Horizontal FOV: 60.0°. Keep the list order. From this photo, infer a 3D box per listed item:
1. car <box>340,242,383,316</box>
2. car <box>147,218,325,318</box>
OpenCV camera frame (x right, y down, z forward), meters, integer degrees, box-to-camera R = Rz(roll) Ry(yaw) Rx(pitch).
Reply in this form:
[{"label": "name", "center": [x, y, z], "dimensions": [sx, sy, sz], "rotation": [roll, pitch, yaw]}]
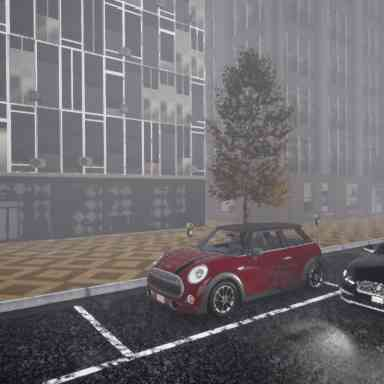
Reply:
[{"label": "car", "center": [4.993, 1.503, 6.820], "dimensions": [4.892, 1.490, 1.837], "rotation": [0, 0, -36]}, {"label": "car", "center": [1.036, 1.439, 7.312], "dimensions": [4.097, 1.590, 1.967], "rotation": [0, -1, -36]}]
